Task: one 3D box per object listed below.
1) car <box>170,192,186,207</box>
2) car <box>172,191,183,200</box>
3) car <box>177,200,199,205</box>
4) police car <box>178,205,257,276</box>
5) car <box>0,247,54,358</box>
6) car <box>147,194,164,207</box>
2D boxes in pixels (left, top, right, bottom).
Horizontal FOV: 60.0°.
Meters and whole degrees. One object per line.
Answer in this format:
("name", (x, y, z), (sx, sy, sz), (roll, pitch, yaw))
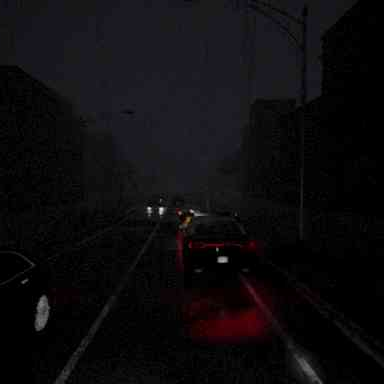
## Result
("car", (-1.977, 1.234, 46.863), (1.837, 1.490, 4.892), (0, 2, -2))
("car", (-2.639, 0.665, 60.705), (1.994, 1.385, 4.181), (0, 3, -3))
("car", (0.150, 1.535, 20.519), (1.801, 1.575, 5.366), (0, 0, -3))
("police car", (0.620, 1.406, 10.423), (1.930, 1.638, 5.238), (0, 0, -2))
("car", (-3.197, 1.487, 3.759), (1.837, 1.490, 4.892), (0, 0, -1))
("car", (-5.052, 1.103, 46.432), (2.097, 1.767, 4.553), (0, 2, -2))
